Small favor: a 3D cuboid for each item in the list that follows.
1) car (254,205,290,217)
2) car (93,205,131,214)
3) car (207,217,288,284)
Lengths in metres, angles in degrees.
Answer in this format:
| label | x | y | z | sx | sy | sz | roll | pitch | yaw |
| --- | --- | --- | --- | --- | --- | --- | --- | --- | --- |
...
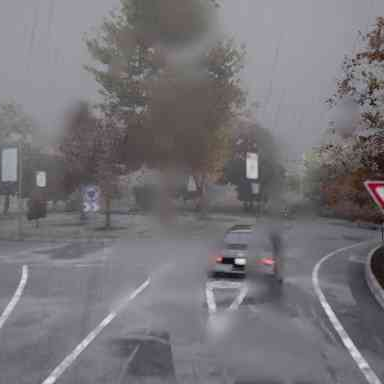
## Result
| label | x | y | z | sx | sy | sz | roll | pitch | yaw |
| --- | --- | --- | --- | --- | --- | --- | --- | --- | --- |
| car | 9.210 | 2.259 | 38.793 | 1.837 | 1.490 | 4.892 | 2 | -2 | -29 |
| car | -11.162 | 2.269 | 45.604 | 5.357 | 1.411 | 2.033 | 1 | -2 | -22 |
| car | 1.842 | 1.697 | 10.067 | 2.033 | 1.411 | 5.357 | -1 | -1 | 16 |
